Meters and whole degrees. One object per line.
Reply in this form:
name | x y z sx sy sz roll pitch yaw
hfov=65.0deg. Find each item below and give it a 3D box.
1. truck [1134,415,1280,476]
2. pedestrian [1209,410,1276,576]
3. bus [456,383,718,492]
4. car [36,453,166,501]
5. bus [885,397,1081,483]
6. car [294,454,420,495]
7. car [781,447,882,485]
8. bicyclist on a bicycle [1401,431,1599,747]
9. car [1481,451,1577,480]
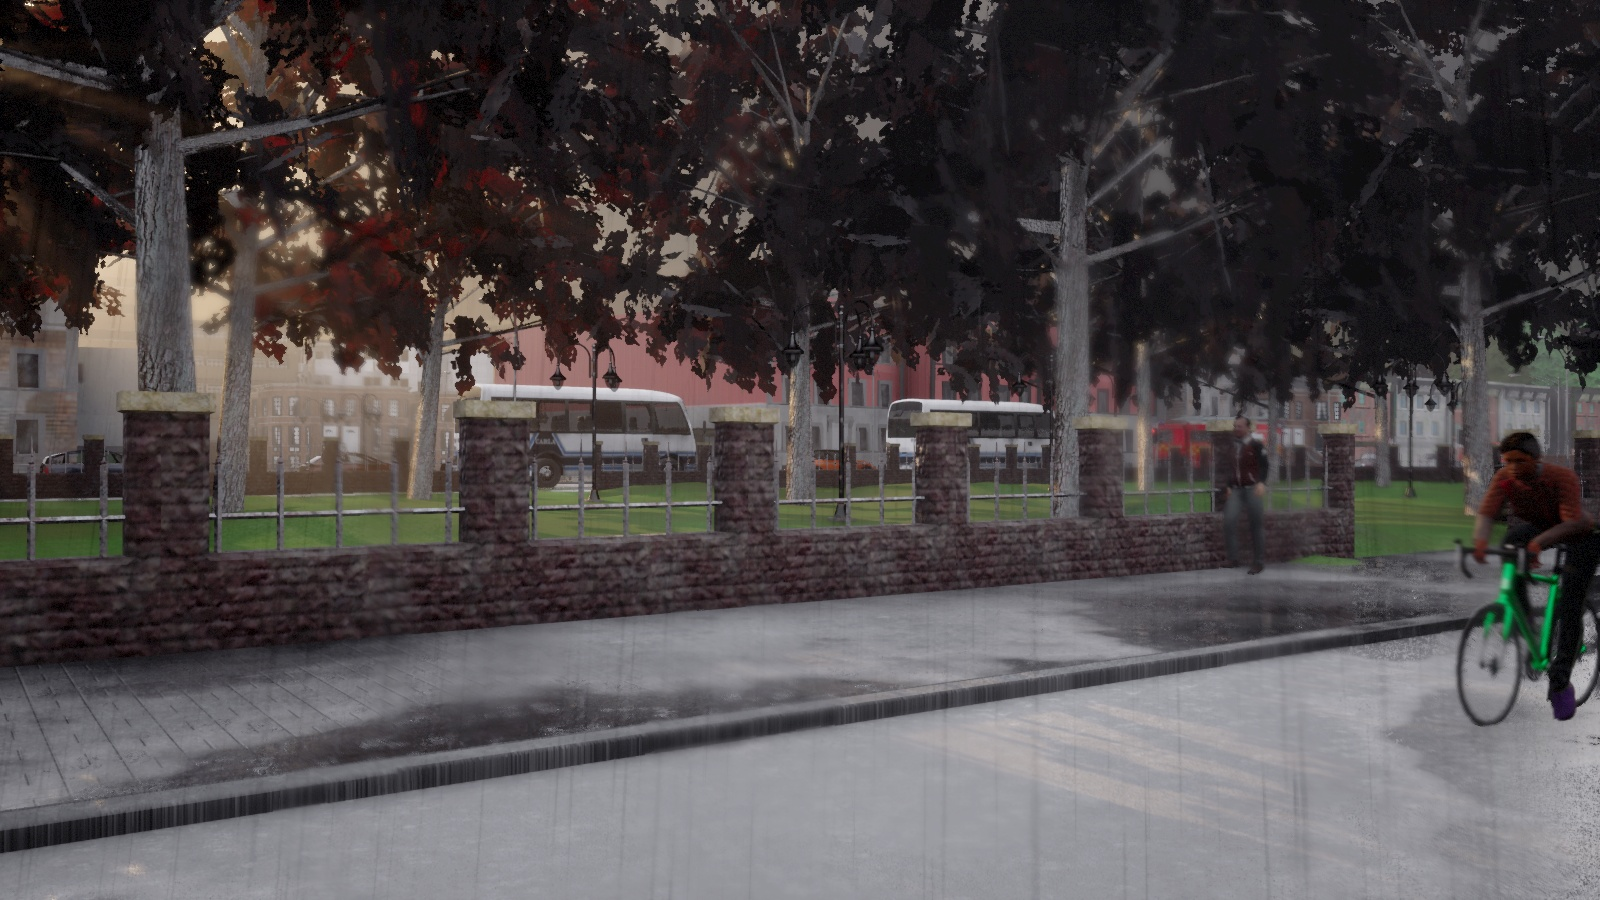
truck | 26.095 -0.278 80.805 8.468 3.827 2.891 0 0 1
pedestrian | 5.064 0.479 14.363 0.720 1.854 0.376 0 0 -35
bus | -8.897 -0.482 53.337 10.273 4.253 3.944 0 0 -35
car | -23.848 0.879 42.861 3.705 1.549 1.789 0 0 -35
bus | 9.780 -0.490 66.470 10.273 4.253 3.944 0 0 -34
car | -16.821 0.911 47.789 4.193 1.474 1.816 0 0 -35
car | 1.542 0.748 60.656 4.553 1.767 2.097 0 0 -35
bicyclist on a bicycle | 4.158 0.706 7.140 1.656 1.620 0.582 0 0 -34
car | 37.564 0.789 64.729 1.970 1.475 3.806 0 0 -37
